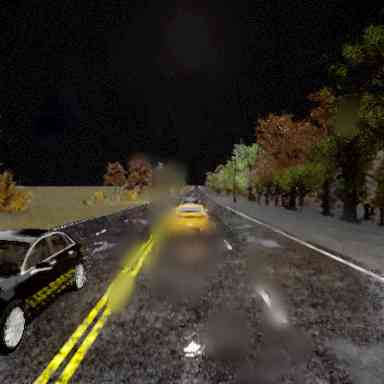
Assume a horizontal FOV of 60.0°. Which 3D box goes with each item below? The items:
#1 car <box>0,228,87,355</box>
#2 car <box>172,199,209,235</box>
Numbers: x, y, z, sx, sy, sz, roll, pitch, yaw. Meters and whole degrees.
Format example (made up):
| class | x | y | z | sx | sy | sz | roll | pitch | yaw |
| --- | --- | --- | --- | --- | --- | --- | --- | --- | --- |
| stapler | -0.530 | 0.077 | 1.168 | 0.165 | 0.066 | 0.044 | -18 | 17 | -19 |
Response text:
| class | x | y | z | sx | sy | sz | roll | pitch | yaw |
| --- | --- | --- | --- | --- | --- | --- | --- | --- | --- |
| car | -3.415 | 1.515 | 6.149 | 1.837 | 1.490 | 4.892 | 0 | 0 | -1 |
| car | -0.081 | 1.424 | 18.633 | 1.882 | 1.535 | 5.008 | 0 | 0 | 0 |
